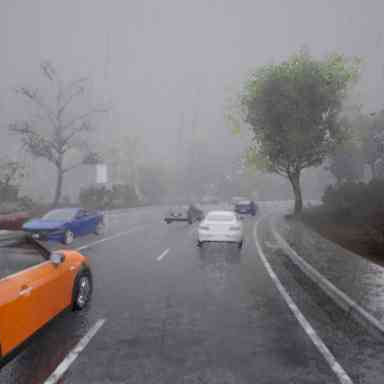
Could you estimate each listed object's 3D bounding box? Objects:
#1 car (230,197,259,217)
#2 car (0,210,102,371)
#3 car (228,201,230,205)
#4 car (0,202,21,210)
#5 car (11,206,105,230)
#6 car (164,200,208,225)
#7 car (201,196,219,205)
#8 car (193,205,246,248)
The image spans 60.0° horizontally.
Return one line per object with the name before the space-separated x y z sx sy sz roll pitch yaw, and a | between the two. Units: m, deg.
car | 5.365 1.506 32.405 1.882 1.535 5.008 0 0 17
car | -3.125 1.341 4.897 2.097 1.767 4.553 0 0 3
car | 7.686 1.554 56.026 1.812 1.442 4.674 0 0 29
car | -9.386 1.314 15.080 2.097 1.767 4.553 0 0 8
car | -5.799 1.455 15.573 1.882 1.535 5.008 0 0 8
car | -0.508 1.547 24.257 2.033 1.411 5.357 0 0 12
car | 2.813 1.504 54.243 1.837 1.490 4.892 0 0 27
car | 1.340 1.534 14.842 1.812 1.442 4.674 0 0 8
